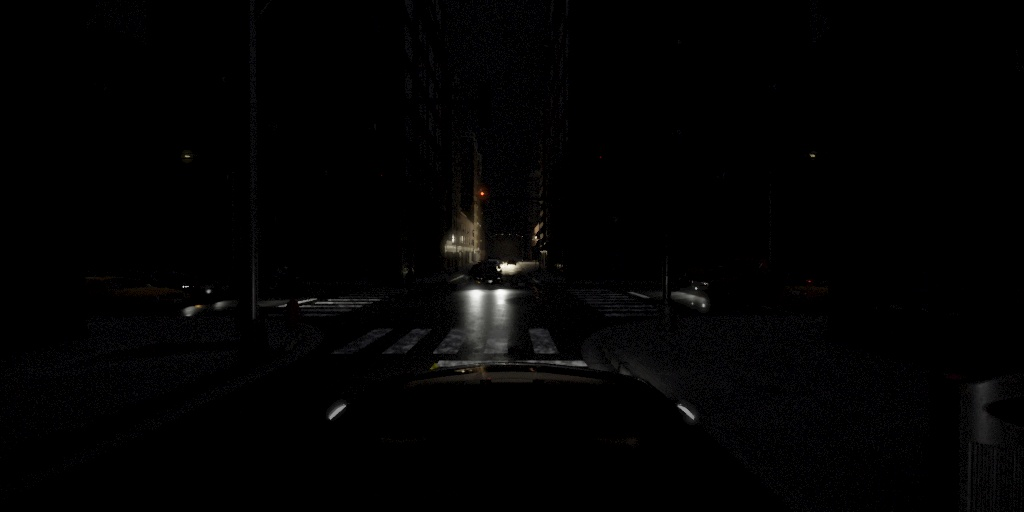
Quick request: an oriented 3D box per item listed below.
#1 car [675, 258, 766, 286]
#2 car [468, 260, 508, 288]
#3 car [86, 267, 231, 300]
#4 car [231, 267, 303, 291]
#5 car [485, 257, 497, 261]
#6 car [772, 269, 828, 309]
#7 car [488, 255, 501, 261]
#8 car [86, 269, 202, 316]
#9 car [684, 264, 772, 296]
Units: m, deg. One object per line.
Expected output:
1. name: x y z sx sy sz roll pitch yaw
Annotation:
1. car: 12.314 1.031 20.914 5.009 1.841 2.192 0 0 0
2. car: -1.814 1.247 23.668 1.837 1.490 4.892 0 1 -13
3. car: -15.482 1.259 15.397 4.902 1.511 2.128 0 0 0
4. car: -14.569 1.307 20.898 4.313 1.339 1.948 0 0 0
5. car: -2.922 1.216 38.256 1.882 1.535 5.008 0 1 0
6. car: 12.480 1.279 12.889 4.829 1.417 1.751 0 0 0
7. car: -2.941 0.941 56.526 2.150 2.045 5.566 0 0 0
8. car: -14.403 1.304 12.873 4.829 1.417 1.751 0 0 0
9. car: 12.134 1.276 18.338 5.357 1.411 2.033 0 0 3
